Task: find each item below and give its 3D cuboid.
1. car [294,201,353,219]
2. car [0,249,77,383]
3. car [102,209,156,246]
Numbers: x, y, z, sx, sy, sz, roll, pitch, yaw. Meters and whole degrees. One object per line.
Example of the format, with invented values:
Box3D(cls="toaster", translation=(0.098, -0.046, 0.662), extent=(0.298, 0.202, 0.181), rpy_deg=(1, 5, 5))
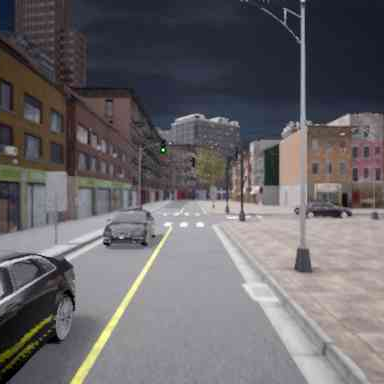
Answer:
Box3D(cls="car", translation=(11.404, 1.587, 29.017), extent=(4.892, 1.490, 1.837), rpy_deg=(0, 0, 0))
Box3D(cls="car", translation=(-2.841, 1.511, 3.684), extent=(2.128, 1.511, 4.902), rpy_deg=(0, 0, 0))
Box3D(cls="car", translation=(-2.796, 1.582, 15.694), extent=(1.837, 1.490, 4.892), rpy_deg=(0, 0, 1))
